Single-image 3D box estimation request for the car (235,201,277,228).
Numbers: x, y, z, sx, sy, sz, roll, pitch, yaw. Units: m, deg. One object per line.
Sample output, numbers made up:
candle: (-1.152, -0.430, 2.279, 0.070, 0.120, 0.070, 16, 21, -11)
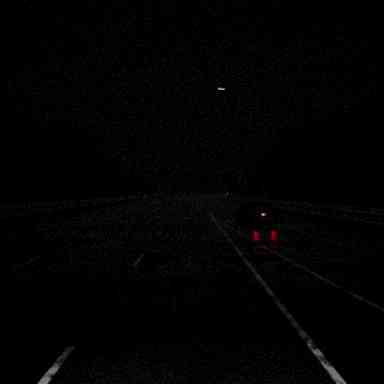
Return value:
car: (4.103, 1.409, 21.961, 2.033, 1.649, 4.856, 0, 0, -3)
